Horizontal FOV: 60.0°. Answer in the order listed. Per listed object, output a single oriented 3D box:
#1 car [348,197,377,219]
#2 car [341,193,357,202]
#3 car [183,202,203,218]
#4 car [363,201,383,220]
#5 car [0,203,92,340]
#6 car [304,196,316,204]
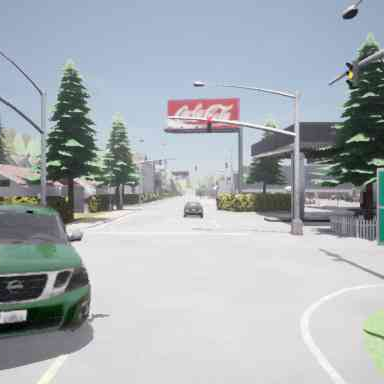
[{"bbox_3d":[14.317,1.505,24.957,3.866,1.878,1.905,0,0,0],"label":"car"},{"bbox_3d":[34.755,1.490,71.858,2.007,1.523,4.514,0,0,0],"label":"car"},{"bbox_3d":[0.110,1.634,31.446,2.033,1.411,5.357,2,0,-1],"label":"car"},{"bbox_3d":[18.631,1.672,30.636,4.611,1.667,2.242,0,0,0],"label":"car"},{"bbox_3d":[-3.587,1.261,6.620,2.150,2.045,5.566,4,-3,-29],"label":"car"},{"bbox_3d":[22.368,1.552,64.040,1.970,1.475,3.806,0,0,0],"label":"car"}]
